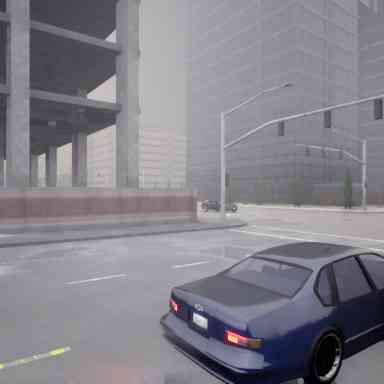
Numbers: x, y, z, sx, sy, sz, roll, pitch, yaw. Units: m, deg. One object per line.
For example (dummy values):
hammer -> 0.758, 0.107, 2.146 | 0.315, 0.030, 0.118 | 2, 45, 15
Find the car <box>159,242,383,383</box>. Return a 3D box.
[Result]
car -> 2.149, 1.547, 5.324 | 5.357, 1.411, 2.033 | 0, 0, -35

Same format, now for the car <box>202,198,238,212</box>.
car -> 3.074, 1.505, 37.408 | 1.837, 1.490, 4.892 | 0, 0, -36
